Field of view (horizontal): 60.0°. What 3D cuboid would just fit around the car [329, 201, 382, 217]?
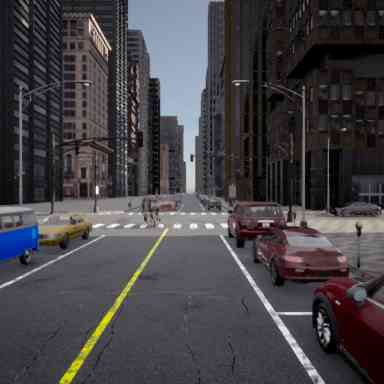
[{"bbox_3d":[14.666,1.527,29.944,4.181,1.385,1.994,0,0,0],"label":"car"}]

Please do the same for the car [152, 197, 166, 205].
[{"bbox_3d":[-5.771,1.577,58.670,1.947,1.339,4.313,0,0,0],"label":"car"}]

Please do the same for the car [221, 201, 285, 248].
[{"bbox_3d":[2.758,1.315,14.784,2.192,1.841,5.009,0,0,0],"label":"car"}]

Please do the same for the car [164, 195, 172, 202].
[{"bbox_3d":[-5.773,1.549,81.062,1.752,1.417,4.829,0,0,0],"label":"car"}]

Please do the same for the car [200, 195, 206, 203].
[{"bbox_3d":[2.755,1.559,53.039,2.008,1.369,4.403,0,0,0],"label":"car"}]

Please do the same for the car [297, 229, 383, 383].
[{"bbox_3d":[2.760,1.440,3.429,1.967,1.590,4.097,0,0,0],"label":"car"}]

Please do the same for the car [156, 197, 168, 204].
[{"bbox_3d":[-5.771,1.595,64.309,1.802,1.307,4.206,0,0,0],"label":"car"}]

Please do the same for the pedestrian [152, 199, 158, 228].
[{"bbox_3d":[-2.509,1.295,20.968,0.375,1.860,0.375,0,0,0],"label":"pedestrian"}]

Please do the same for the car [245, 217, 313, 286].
[{"bbox_3d":[2.759,1.582,9.106,1.802,1.307,4.206,0,0,0],"label":"car"}]

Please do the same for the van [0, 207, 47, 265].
[{"bbox_3d":[-5.766,1.341,9.095,1.690,1.788,3.998,0,0,0],"label":"van"}]

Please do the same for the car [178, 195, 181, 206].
[{"bbox_3d":[-3.094,1.609,51.772,1.895,1.301,4.718,0,0,0],"label":"car"}]

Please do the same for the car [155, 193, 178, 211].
[{"bbox_3d":[-3.046,1.357,40.709,2.097,1.767,4.553,0,0,-2],"label":"car"}]

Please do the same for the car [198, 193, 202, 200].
[{"bbox_3d":[2.753,1.456,69.960,1.967,1.590,4.097,0,0,0],"label":"car"}]

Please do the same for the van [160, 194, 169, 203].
[{"bbox_3d":[-5.773,1.357,69.950,1.690,1.788,3.998,0,0,0],"label":"van"}]

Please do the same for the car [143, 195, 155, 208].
[{"bbox_3d":[-5.770,1.322,47.387,2.192,1.841,5.009,0,0,0],"label":"car"}]

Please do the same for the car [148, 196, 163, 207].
[{"bbox_3d":[-5.771,1.449,53.029,1.967,1.590,4.097,0,0,0],"label":"car"}]

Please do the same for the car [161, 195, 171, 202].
[{"bbox_3d":[-5.773,1.460,75.591,1.967,1.590,4.097,0,0,0],"label":"car"}]

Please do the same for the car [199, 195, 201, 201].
[{"bbox_3d":[2.754,1.555,58.679,1.887,1.381,4.507,0,0,0],"label":"car"}]

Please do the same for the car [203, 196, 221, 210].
[{"bbox_3d":[2.756,1.556,41.757,2.008,1.369,4.403,0,0,0],"label":"car"}]

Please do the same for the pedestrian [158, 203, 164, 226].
[{"bbox_3d":[-2.229,1.295,21.700,0.375,1.860,0.375,0,0,0],"label":"pedestrian"}]

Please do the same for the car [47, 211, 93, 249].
[{"bbox_3d":[-5.766,1.525,14.603,1.752,1.417,4.829,0,0,0],"label":"car"}]

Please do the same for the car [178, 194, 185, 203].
[{"bbox_3d":[-3.034,1.562,66.753,2.033,1.411,5.357,0,0,1],"label":"car"}]

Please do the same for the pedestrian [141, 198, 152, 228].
[{"bbox_3d":[-2.824,1.295,20.381,0.375,1.860,0.375,0,0,0],"label":"pedestrian"}]
